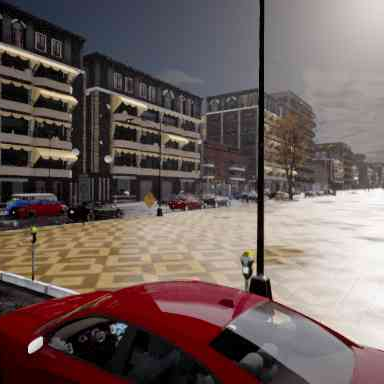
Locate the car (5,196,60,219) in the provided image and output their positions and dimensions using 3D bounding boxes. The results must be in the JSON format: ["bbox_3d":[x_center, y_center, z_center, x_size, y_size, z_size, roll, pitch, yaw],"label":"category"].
[{"bbox_3d":[-12.069,1.294,26.245,1.994,1.385,4.181,1,1,34],"label":"car"}]

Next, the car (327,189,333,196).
[{"bbox_3d":[34.340,0.078,83.311,1.967,1.590,4.097,2,2,35],"label":"car"}]

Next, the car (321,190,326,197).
[{"bbox_3d":[28.015,0.360,74.145,2.008,1.369,4.403,2,2,35],"label":"car"}]

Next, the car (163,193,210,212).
[{"bbox_3d":[-0.442,1.132,32.886,1.887,1.381,4.507,2,2,35],"label":"car"}]

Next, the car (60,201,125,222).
[{"bbox_3d":[-6.765,1.329,23.719,1.947,1.339,4.313,2,2,35],"label":"car"}]

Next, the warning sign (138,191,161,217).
[{"bbox_3d":[-3.150,0.851,24.811,1.300,1.860,1.060,-1,0,35],"label":"warning sign"}]

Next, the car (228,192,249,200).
[{"bbox_3d":[8.470,0.649,60.567,1.947,1.339,4.313,2,2,35],"label":"car"}]

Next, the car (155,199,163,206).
[{"bbox_3d":[-2.128,1.001,40.654,2.033,1.411,5.357,1,1,34],"label":"car"}]

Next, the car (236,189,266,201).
[{"bbox_3d":[9.355,0.729,51.672,2.128,1.511,4.902,1,1,35],"label":"car"}]

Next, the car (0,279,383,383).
[{"bbox_3d":[-0.324,1.544,3.095,4.507,1.381,1.887,0,0,35],"label":"car"}]

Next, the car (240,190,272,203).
[{"bbox_3d":[9.044,0.876,46.639,2.008,1.369,4.403,2,2,35],"label":"car"}]

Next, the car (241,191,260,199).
[{"bbox_3d":[11.536,0.525,65.009,1.752,1.417,4.829,2,2,35],"label":"car"}]

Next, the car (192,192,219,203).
[{"bbox_3d":[2.146,0.807,51.397,2.008,1.369,4.403,2,2,35],"label":"car"}]

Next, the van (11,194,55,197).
[{"bbox_3d":[-13.661,1.035,28.471,1.690,1.788,3.998,2,2,35],"label":"van"}]

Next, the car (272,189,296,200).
[{"bbox_3d":[15.465,0.675,55.948,1.752,1.417,4.829,2,2,35],"label":"car"}]

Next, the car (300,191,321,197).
[{"bbox_3d":[24.854,0.445,69.562,2.008,1.369,4.403,2,2,35],"label":"car"}]

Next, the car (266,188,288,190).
[{"bbox_3d":[15.670,0.569,60.835,1.837,1.490,4.892,1,1,35],"label":"car"}]

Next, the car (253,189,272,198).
[{"bbox_3d":[14.797,0.226,69.729,2.192,1.841,5.009,2,2,35],"label":"car"}]

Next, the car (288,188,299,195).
[{"bbox_3d":[24.281,-0.030,83.481,2.192,1.841,5.009,2,2,35],"label":"car"}]

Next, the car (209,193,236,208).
[{"bbox_3d":[2.720,1.050,37.470,2.008,1.369,4.403,2,2,35],"label":"car"}]

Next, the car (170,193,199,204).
[{"bbox_3d":[-1.016,0.909,46.813,1.947,1.339,4.313,2,2,35],"label":"car"}]
